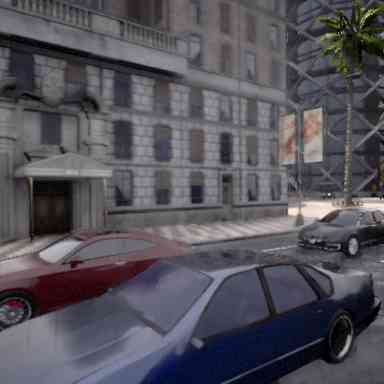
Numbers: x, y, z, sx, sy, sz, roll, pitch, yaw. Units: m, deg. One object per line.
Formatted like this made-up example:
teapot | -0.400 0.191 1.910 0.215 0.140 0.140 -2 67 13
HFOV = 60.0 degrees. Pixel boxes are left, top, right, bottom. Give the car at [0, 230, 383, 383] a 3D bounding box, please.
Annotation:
car | 0.325 1.524 4.224 5.357 1.411 2.033 -1 0 -36

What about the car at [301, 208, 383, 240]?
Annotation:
car | 6.020 1.386 12.549 4.892 1.490 1.837 -1 0 -35

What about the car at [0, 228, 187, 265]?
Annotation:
car | -2.058 1.511 6.818 4.674 1.442 1.812 -1 0 -35
